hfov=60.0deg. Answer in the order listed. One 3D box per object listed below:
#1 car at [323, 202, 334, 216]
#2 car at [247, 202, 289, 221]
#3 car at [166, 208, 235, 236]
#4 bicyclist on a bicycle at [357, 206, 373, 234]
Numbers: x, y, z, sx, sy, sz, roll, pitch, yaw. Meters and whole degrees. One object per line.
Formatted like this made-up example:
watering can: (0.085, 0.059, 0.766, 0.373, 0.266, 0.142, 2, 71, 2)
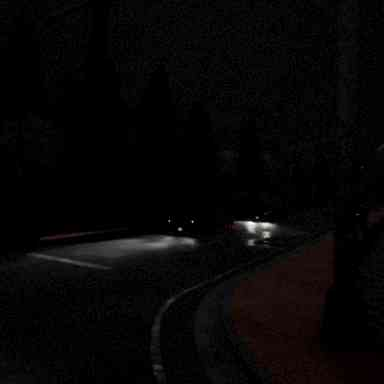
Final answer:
car: (14.362, 1.646, 32.939, 2.033, 1.411, 5.357, 1, 0, 33)
car: (6.428, 1.574, 27.571, 2.033, 1.411, 5.357, 1, 0, 33)
car: (0.588, 1.585, 18.704, 1.895, 1.301, 4.718, 1, 0, 33)
bicyclist on a bicycle: (8.387, 1.372, 16.945, 1.656, 1.620, 0.582, 0, 0, 33)
